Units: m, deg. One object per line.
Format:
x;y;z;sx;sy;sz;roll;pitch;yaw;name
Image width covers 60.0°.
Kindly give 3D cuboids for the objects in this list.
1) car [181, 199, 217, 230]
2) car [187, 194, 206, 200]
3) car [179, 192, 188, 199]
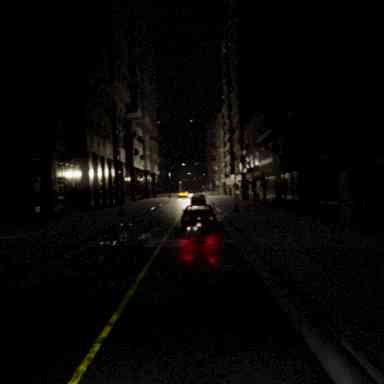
0.392;1.360;19.260;1.895;1.301;4.718;-2;1;1;car
0.752;0.967;40.517;1.882;1.535;5.008;-2;1;1;car
-1.795;0.662;74.059;1.882;1.535;5.008;-2;0;1;car
